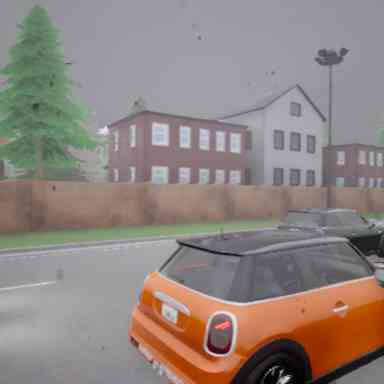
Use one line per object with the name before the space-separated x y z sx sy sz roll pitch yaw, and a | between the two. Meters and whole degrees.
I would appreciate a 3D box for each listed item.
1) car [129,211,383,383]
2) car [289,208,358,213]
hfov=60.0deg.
car | 1.521 1.333 4.763 4.553 1.767 2.097 0 0 -34
car | 4.824 1.325 11.210 4.553 1.767 2.097 0 0 -34
